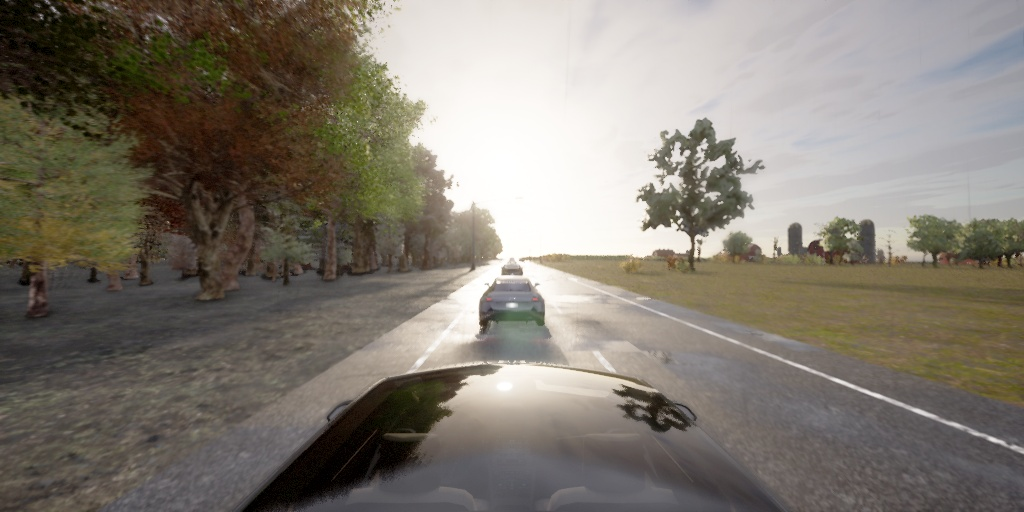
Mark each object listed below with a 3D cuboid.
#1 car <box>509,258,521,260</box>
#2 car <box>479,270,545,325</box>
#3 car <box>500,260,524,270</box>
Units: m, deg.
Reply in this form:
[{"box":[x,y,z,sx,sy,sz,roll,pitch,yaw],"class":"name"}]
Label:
[{"box":[0.021,1.425,62.448,2.128,1.511,4.902,0,0,0],"class":"car"},{"box":[0.003,1.349,11.971,1.994,1.385,4.181,0,0,0],"class":"car"},{"box":[0.008,1.325,30.986,1.882,1.535,5.008,0,0,0],"class":"car"}]
